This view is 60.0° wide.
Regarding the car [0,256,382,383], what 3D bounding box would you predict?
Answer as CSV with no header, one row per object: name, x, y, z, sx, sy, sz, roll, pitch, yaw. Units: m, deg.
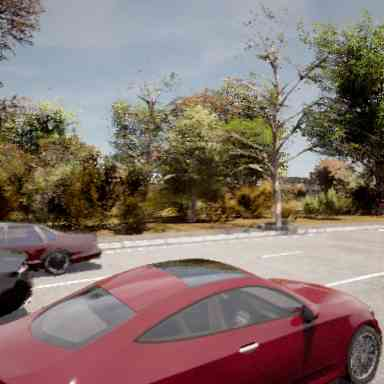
car,0.229,1.520,3.739,4.674,1.442,1.812,0,0,-34

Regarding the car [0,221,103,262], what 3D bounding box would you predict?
car,-5.173,1.512,8.820,5.357,1.411,2.033,0,0,-35

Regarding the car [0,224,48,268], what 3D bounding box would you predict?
car,-4.914,1.457,4.646,4.902,1.511,2.128,0,0,-36
